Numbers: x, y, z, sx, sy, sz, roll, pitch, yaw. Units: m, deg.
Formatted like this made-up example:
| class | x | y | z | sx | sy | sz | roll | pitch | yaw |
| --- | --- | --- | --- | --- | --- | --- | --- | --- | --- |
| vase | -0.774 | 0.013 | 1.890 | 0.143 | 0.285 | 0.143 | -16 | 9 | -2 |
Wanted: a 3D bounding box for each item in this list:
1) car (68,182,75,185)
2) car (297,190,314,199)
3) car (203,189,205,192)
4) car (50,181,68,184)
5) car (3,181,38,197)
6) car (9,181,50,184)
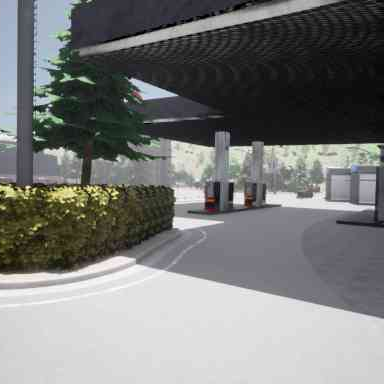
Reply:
| class | x | y | z | sx | sy | sz | roll | pitch | yaw |
| --- | --- | --- | --- | --- | --- | --- | --- | --- | --- |
| car | -25.616 | -1.287 | 68.011 | 4.605 | 1.855 | 1.932 | 2 | 2 | 35 |
| car | 19.997 | 0.391 | 58.598 | 1.837 | 1.490 | 4.892 | 2 | 2 | 35 |
| car | 4.716 | -0.320 | 65.620 | 5.027 | 1.636 | 2.152 | 2 | 2 | 35 |
| car | -26.947 | -1.261 | 65.396 | 3.866 | 1.878 | 1.905 | 2 | 2 | 35 |
| car | -21.876 | -0.468 | 42.380 | 4.605 | 1.855 | 1.932 | 2 | 2 | 35 |
| car | -17.326 | -0.181 | 35.174 | 3.866 | 1.878 | 1.905 | 2 | 2 | 35 |
